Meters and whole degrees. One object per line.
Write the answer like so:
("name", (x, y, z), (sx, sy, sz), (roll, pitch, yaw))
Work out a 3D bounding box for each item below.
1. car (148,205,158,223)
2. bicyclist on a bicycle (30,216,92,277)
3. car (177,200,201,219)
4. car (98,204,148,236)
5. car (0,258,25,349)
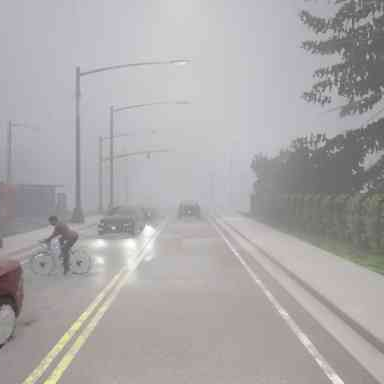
("car", (-3.814, 1.656, 25.879), (1.895, 1.301, 4.718), (0, 0, -1))
("bicyclist on a bicycle", (-3.532, 1.455, 8.910), (1.656, 1.620, 0.582), (-2, 0, -1))
("car", (-0.254, 1.478, 29.140), (1.882, 1.535, 5.008), (0, 0, -1))
("car", (-3.810, 1.505, 18.485), (1.837, 1.490, 4.892), (0, 0, -1))
("car", (-3.625, 1.477, 3.348), (1.882, 1.535, 5.008), (0, 0, -1))
